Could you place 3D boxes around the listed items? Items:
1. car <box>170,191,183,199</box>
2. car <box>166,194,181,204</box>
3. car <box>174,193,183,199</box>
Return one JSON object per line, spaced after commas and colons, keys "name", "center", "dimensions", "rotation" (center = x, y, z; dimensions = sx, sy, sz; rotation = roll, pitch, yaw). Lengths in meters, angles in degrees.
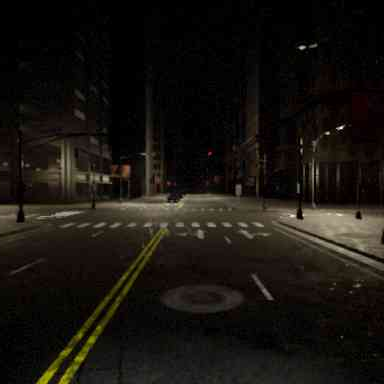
{"name": "car", "center": [-3.254, 1.121, 68.098], "dimensions": [2.128, 1.511, 4.902], "rotation": [0, 0, 0]}
{"name": "car", "center": [-3.254, 1.238, 55.559], "dimensions": [1.837, 1.490, 4.892], "rotation": [0, 2, 0]}
{"name": "car", "center": [-3.256, 1.065, 80.753], "dimensions": [1.994, 1.385, 4.181], "rotation": [0, 0, 0]}
